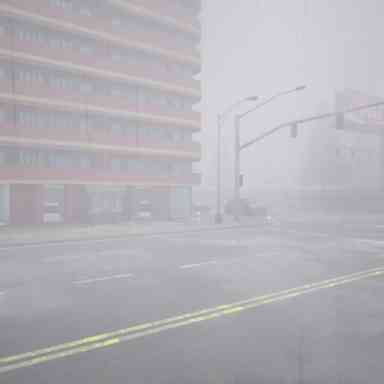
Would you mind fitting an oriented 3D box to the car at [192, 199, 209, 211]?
[{"bbox_3d":[0.261,1.516,39.812,1.812,1.442,4.674,0,0,-34],"label":"car"}]

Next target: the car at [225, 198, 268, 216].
[{"bbox_3d":[5.240,1.343,32.389,2.097,1.767,4.553,0,0,-34],"label":"car"}]
